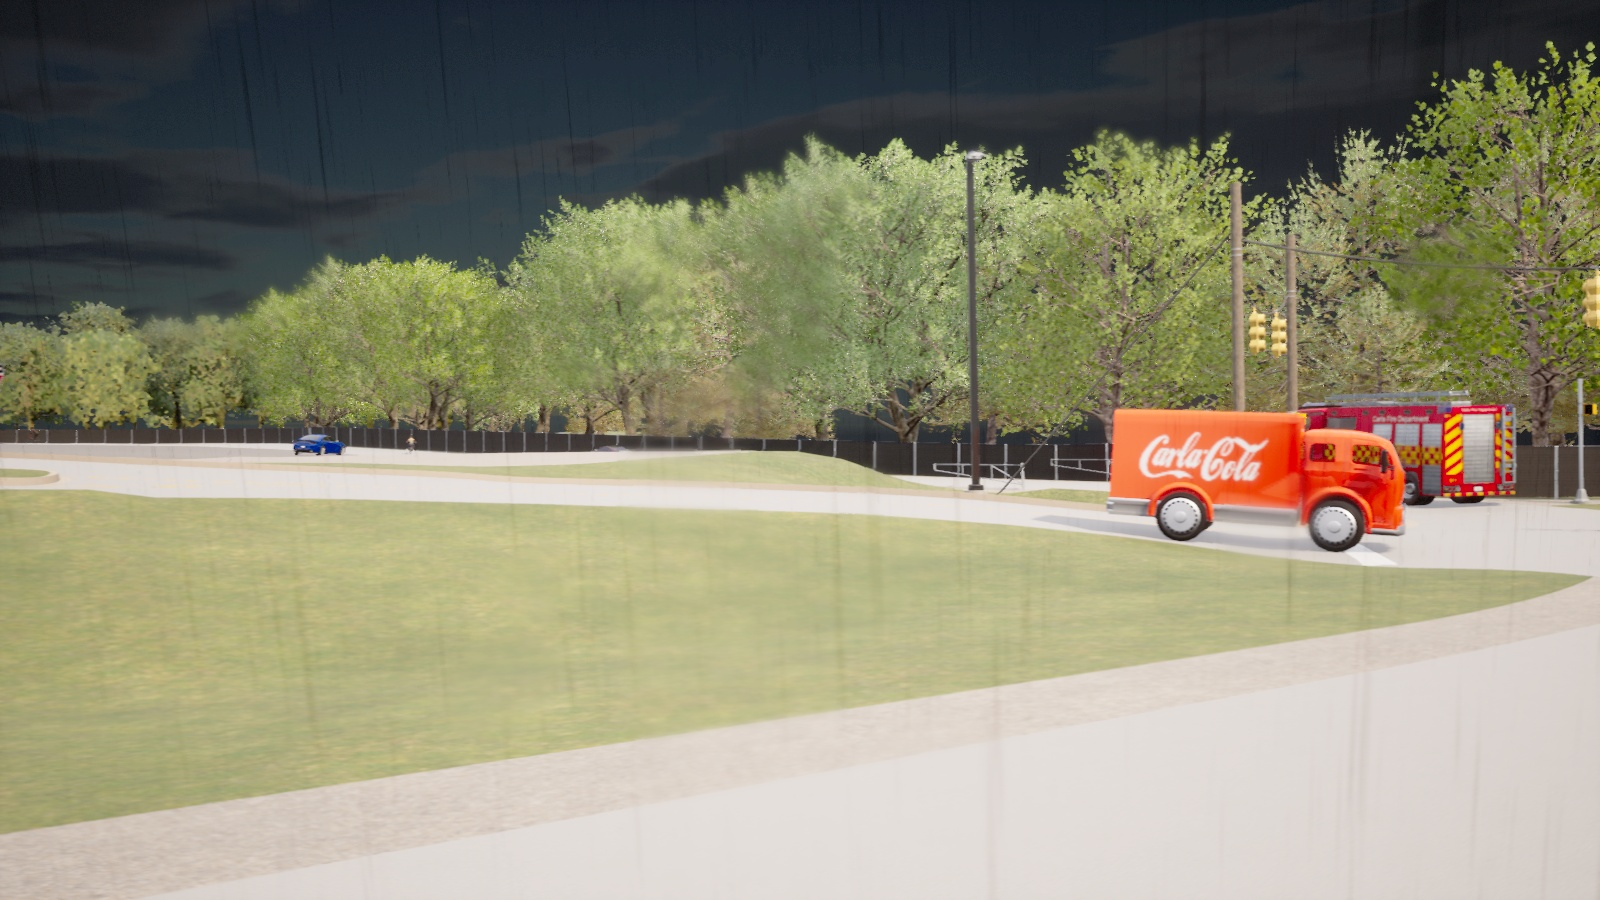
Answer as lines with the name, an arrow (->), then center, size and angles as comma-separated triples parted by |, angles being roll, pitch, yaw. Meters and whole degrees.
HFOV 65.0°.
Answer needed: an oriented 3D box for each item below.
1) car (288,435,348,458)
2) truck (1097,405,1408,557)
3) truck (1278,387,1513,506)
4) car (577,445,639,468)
car -> -34.012, -0.198, 88.822 | 1.882, 1.535, 5.008 | 2, 0, 6
truck -> 8.595, 0.474, 23.955 | 5.204, 2.467, 2.627 | 3, 2, 24
truck -> 21.023, -0.199, 45.079 | 2.891, 3.827, 8.468 | -2, 1, -14
car -> -13.274, 0.439, 86.790 | 4.181, 1.385, 1.994 | 2, 3, 42
